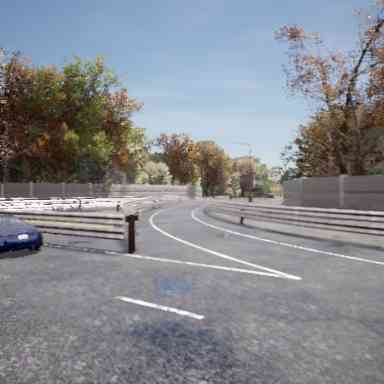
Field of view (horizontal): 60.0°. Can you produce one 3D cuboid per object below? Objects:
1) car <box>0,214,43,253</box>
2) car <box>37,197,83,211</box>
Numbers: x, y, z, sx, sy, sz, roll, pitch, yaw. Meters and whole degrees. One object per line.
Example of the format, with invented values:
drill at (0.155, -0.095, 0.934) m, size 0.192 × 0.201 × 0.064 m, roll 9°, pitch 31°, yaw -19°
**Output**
car at (-7.567, 1.516, 12.383) m, size 4.181 × 1.385 × 1.994 m, roll 0°, pitch 0°, yaw 28°
car at (-14.508, 1.318, 36.704) m, size 4.902 × 1.511 × 2.128 m, roll -1°, pitch 1°, yaw -40°
